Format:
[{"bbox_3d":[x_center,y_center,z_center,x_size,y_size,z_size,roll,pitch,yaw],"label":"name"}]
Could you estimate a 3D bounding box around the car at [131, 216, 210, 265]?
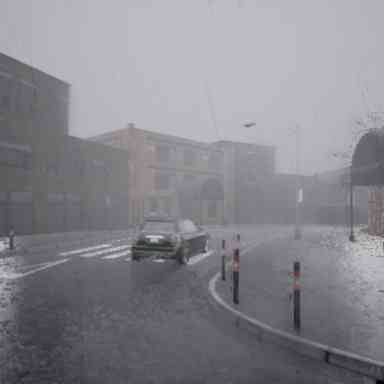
[{"bbox_3d":[-0.709,1.849,14.016,2.097,1.767,4.553,0,-2,18],"label":"car"}]
